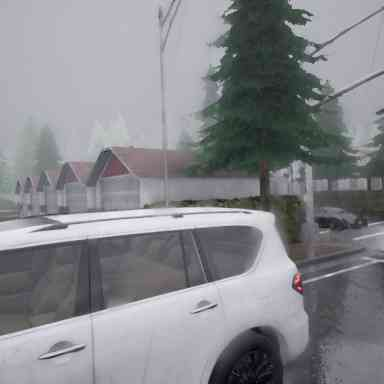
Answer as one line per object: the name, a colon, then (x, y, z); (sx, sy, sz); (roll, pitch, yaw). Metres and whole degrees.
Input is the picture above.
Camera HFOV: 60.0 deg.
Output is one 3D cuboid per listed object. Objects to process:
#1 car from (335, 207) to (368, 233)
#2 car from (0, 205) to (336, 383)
car: (7.735, 1.471, 19.175); (1.994, 1.385, 4.181); (-2, 0, -34)
car: (-1.321, 1.238, 3.045); (5.566, 2.045, 2.150); (-1, 0, -34)
